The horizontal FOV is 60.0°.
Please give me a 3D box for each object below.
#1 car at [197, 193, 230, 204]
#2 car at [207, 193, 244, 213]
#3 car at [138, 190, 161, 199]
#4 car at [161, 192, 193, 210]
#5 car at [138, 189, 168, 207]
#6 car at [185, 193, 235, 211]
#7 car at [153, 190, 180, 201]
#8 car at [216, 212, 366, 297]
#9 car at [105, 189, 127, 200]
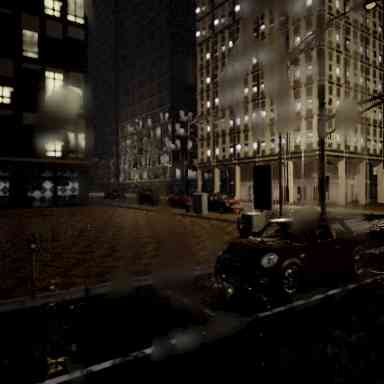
[{"bbox_3d":[2.642,0.777,41.180,1.802,1.307,4.206,1,1,-36],"label":"car"},{"bbox_3d":[2.354,0.930,27.188,1.967,1.590,4.097,1,1,-36],"label":"car"},{"bbox_3d":[-7.094,0.439,54.785,1.947,1.339,4.313,1,1,-36],"label":"car"},{"bbox_3d":[-0.894,0.964,31.722,1.802,1.307,4.206,1,1,-36],"label":"car"},{"bbox_3d":[-4.132,0.590,36.252,2.192,1.841,5.009,1,1,-36],"label":"car"},{"bbox_3d":[1.646,0.920,32.600,2.033,1.411,5.357,-1,1,-36],"label":"car"},{"bbox_3d":[-3.947,0.502,50.389,1.752,1.417,4.829,1,1,-36],"label":"car"},{"bbox_3d":[2.528,1.386,8.358,4.097,1.590,1.967,-1,0,-35],"label":"car"},{"bbox_3d":[-11.874,0.274,51.614,2.097,1.767,4.553,-1,2,-35],"label":"car"}]
